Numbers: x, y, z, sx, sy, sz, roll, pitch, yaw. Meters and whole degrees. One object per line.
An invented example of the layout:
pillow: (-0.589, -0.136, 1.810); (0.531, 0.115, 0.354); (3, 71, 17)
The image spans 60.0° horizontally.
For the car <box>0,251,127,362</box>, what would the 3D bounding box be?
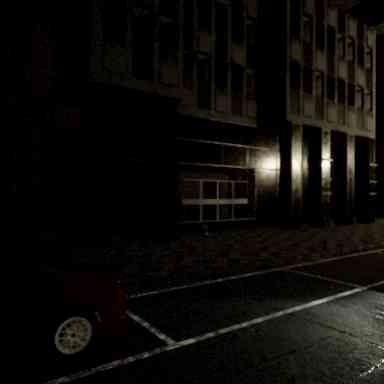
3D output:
car: (-3.124, 1.544, 4.422); (4.507, 1.381, 1.887); (1, -1, -35)
